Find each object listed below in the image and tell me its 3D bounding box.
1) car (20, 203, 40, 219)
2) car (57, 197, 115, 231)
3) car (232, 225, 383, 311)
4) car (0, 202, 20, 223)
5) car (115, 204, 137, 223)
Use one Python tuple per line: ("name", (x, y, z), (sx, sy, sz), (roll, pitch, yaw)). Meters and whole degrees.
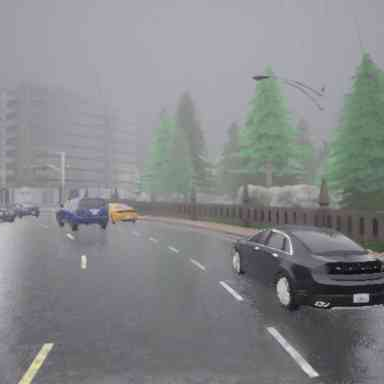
("car", (-16.320, 1.749, 31.906), (4.674, 1.442, 1.812), (0, 0, 40))
("car", (-7.411, 1.377, 22.312), (2.150, 2.045, 5.566), (0, 0, -35))
("car", (2.412, 1.557, 7.994), (1.837, 1.490, 4.892), (1, 0, -11))
("car", (-15.635, 1.536, 26.142), (4.553, 1.767, 2.097), (0, 0, 45))
("car", (-6.111, 1.657, 26.228), (1.882, 1.535, 5.008), (0, -1, -37))
